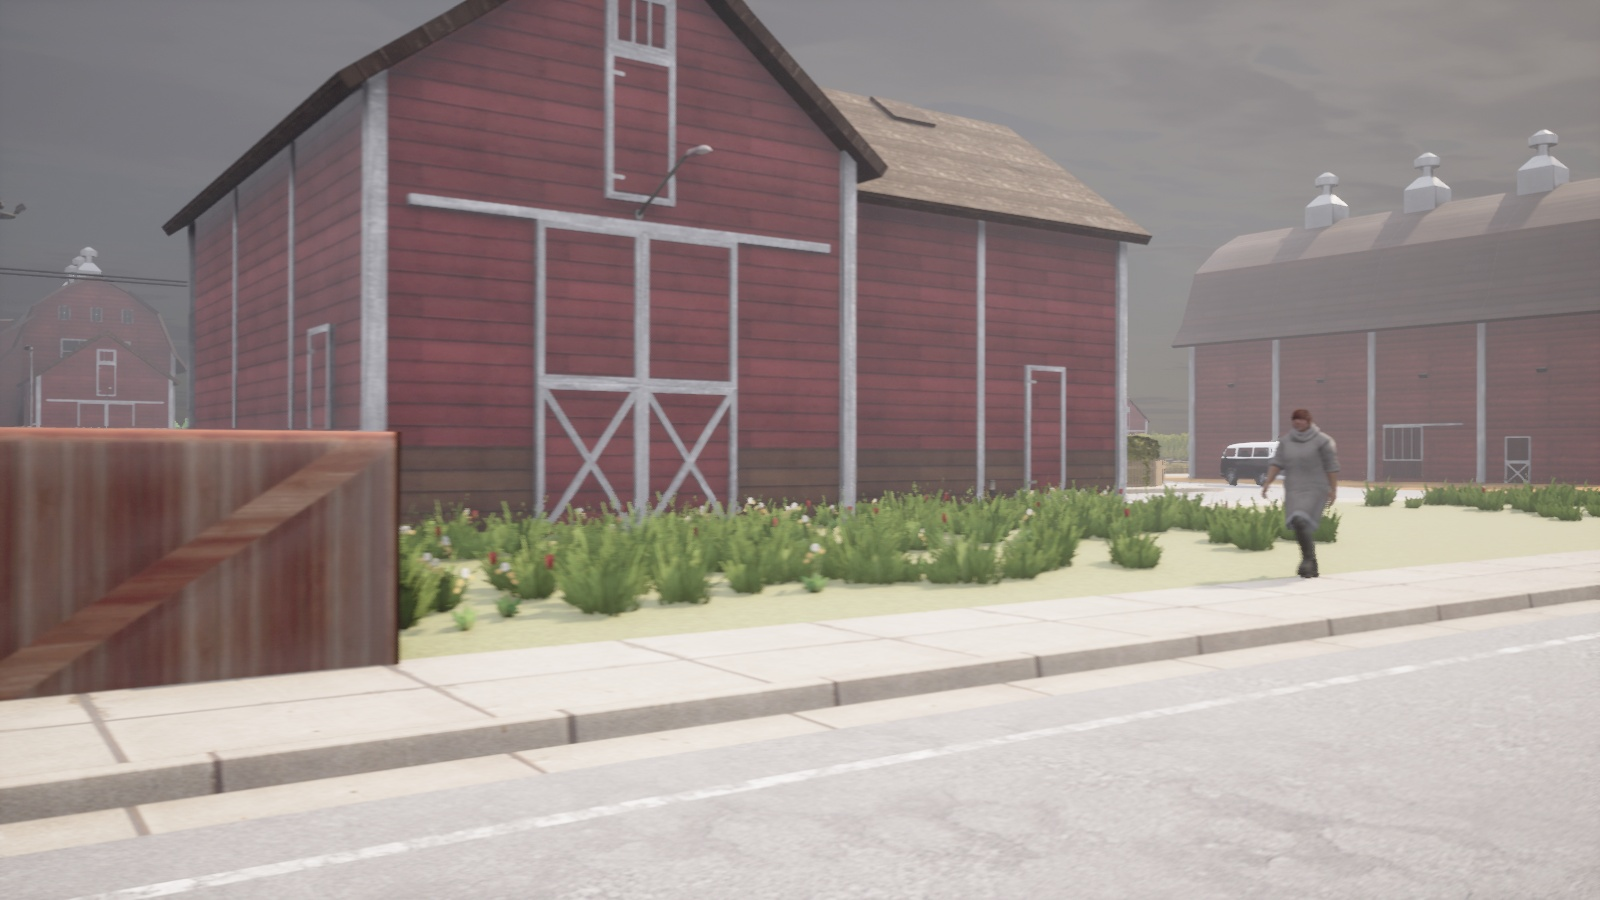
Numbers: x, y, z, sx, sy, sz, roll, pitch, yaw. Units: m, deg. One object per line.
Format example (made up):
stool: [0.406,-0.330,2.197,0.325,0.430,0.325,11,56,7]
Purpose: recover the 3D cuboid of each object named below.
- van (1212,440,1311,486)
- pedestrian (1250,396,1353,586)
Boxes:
van: [21.062,0.569,57.506,2.069,2.038,4.480,0,0,-14]
pedestrian: [5.372,0.422,13.457,0.873,1.952,0.659,0,0,-37]
